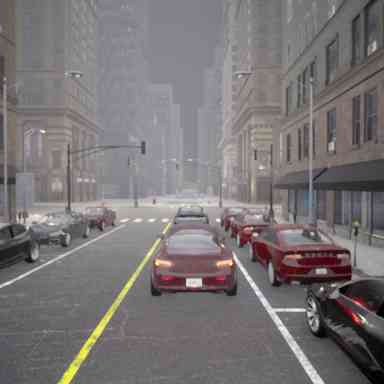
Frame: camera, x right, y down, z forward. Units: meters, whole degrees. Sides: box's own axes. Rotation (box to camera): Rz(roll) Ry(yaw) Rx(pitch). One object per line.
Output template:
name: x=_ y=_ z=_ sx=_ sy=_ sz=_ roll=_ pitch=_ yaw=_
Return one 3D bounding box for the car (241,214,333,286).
car: x=2.726 y=1.541 z=9.250 sx=1.887 sy=1.381 sz=4.507 roll=-1 pitch=0 yaw=0

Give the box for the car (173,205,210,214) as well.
car: x=-0.026 y=1.484 z=18.277 sx=2.128 sy=1.511 sz=4.902 roll=0 pitch=0 yaw=1

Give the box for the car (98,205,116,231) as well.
car: x=-5.834 y=1.537 z=20.234 sx=1.887 sy=1.381 sz=4.507 roll=-1 pitch=0 yaw=0

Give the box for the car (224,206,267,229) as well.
car: x=2.709 y=1.539 z=14.755 sx=1.887 sy=1.381 sz=4.507 roll=-1 pitch=0 yaw=0

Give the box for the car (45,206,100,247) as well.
car: x=-5.816 y=1.545 z=14.728 sx=2.008 sy=1.369 sz=4.403 roll=-1 pitch=0 yaw=0

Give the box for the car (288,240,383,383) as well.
car: x=2.744 y=1.564 z=3.745 sx=1.947 sy=1.339 sz=4.313 roll=-1 pitch=0 yaw=0

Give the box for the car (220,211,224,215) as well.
car: x=2.691 y=1.537 z=20.260 sx=1.887 sy=1.381 sz=4.507 roll=-1 pitch=0 yaw=0

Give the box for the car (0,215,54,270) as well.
car: x=-5.799 y=1.562 z=9.223 sx=1.947 sy=1.339 sz=4.313 roll=-1 pitch=0 yaw=0

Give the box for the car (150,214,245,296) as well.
car: x=0.044 y=1.522 z=8.504 sx=1.812 sy=1.442 sz=4.674 roll=0 pitch=0 yaw=0
